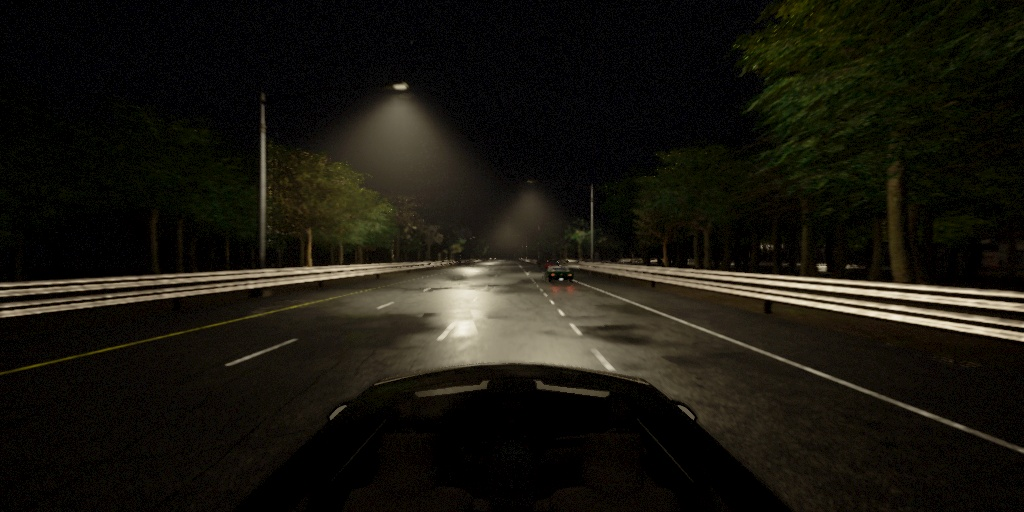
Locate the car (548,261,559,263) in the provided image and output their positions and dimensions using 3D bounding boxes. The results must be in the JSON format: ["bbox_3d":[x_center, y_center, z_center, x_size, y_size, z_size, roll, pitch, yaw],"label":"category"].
[{"bbox_3d":[7.008,1.504,61.748,1.994,1.385,4.181,0,0,17],"label":"car"}]

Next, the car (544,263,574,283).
[{"bbox_3d":[3.634,1.436,28.652,1.895,1.301,4.718,0,0,0],"label":"car"}]
